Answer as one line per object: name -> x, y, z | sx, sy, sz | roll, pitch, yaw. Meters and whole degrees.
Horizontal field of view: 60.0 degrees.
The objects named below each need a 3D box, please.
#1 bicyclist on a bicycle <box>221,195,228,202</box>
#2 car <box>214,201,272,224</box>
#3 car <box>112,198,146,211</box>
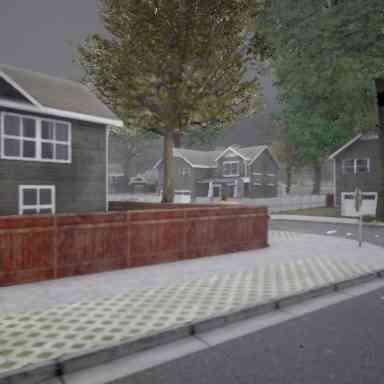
bicyclist on a bicycle -> 2.822, 1.116, 29.029 | 0.582, 1.620, 1.656 | 1, 1, 43
car -> 2.653, 1.345, 21.194 | 5.008, 1.535, 1.882 | 1, 1, 43
car -> -4.860, 1.276, 28.167 | 4.902, 1.511, 2.128 | 1, 1, 43
